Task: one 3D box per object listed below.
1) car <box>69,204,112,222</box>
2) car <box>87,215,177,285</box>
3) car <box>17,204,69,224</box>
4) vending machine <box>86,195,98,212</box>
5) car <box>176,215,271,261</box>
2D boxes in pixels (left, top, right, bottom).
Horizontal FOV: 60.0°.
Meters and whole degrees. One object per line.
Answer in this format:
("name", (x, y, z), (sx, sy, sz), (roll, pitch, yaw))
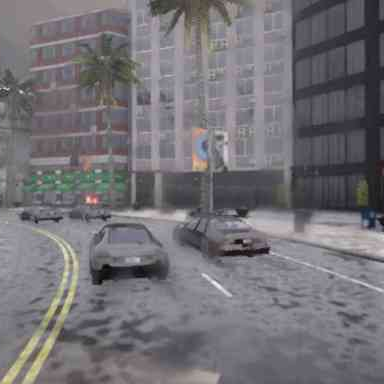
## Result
("car", (-8.696, 1.676, 27.705), (2.033, 1.411, 5.357), (0, 0, -43))
("car", (-1.999, 1.606, 9.874), (1.994, 1.385, 4.181), (0, 0, -17))
("car", (-11.992, 1.686, 26.130), (2.033, 1.411, 5.357), (0, 0, -44))
("vending machine", (-12.152, 1.381, 40.535), (0.880, 2.100, 1.100), (0, 0, 35))
("car", (0.833, 1.586, 12.648), (2.033, 1.411, 5.357), (0, 0, -20))
